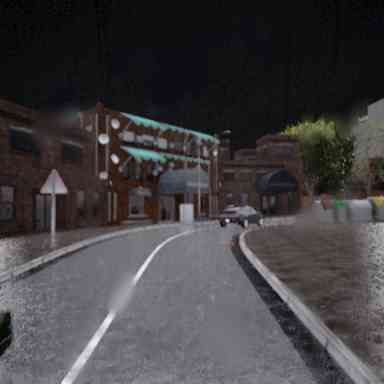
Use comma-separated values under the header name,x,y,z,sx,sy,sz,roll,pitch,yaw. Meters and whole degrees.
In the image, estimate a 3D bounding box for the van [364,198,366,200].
name,x,y,z,sx,sy,sz,roll,pitch,yaw
van,23.769,1.637,41.948,1.878,1.987,4.442,-3,-2,-12

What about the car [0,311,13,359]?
name,x,y,z,sx,sy,sz,roll,pitch,yaw
car,-3.087,1.636,1.759,1.895,1.301,4.718,0,0,0

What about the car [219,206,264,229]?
name,x,y,z,sx,sy,sz,roll,pitch,yaw
car,3.679,1.799,24.199,1.837,1.490,4.892,-2,-4,33
